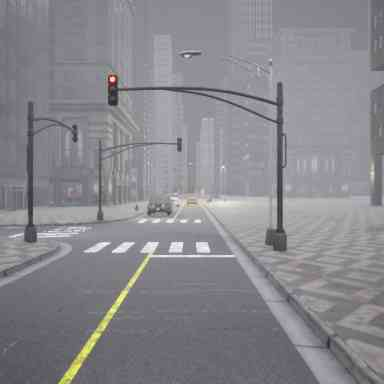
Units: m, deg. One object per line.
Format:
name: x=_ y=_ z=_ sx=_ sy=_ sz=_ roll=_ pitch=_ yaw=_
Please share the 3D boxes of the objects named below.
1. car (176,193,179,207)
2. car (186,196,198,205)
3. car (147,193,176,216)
car: x=-3.083 y=1.219 z=50.160 sx=2.150 sy=2.045 sz=5.566 roll=0 pitch=1 yaw=0
car: x=0.007 y=1.489 z=57.641 sx=1.882 sy=1.535 sz=5.008 roll=0 pitch=0 yaw=0
car: x=-3.091 y=1.222 z=32.963 sx=2.150 sy=2.045 sz=5.566 roll=0 pitch=0 yaw=0
